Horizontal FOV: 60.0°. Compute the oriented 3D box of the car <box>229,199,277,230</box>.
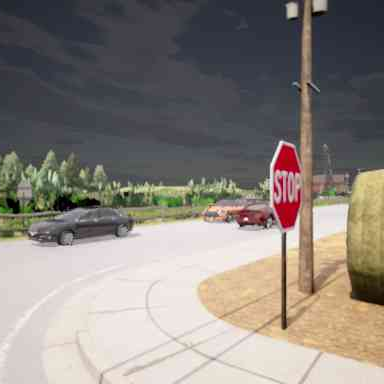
[{"bbox_3d":[4.629,1.425,21.105,1.882,1.535,5.008,0,0,38],"label":"car"}]

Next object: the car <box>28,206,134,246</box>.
[{"bbox_3d":[-4.833,1.445,15.111,1.837,1.490,4.892,0,0,38],"label":"car"}]

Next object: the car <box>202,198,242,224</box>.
[{"bbox_3d":[2.680,1.292,24.650,2.097,1.767,4.553,0,0,38],"label":"car"}]
